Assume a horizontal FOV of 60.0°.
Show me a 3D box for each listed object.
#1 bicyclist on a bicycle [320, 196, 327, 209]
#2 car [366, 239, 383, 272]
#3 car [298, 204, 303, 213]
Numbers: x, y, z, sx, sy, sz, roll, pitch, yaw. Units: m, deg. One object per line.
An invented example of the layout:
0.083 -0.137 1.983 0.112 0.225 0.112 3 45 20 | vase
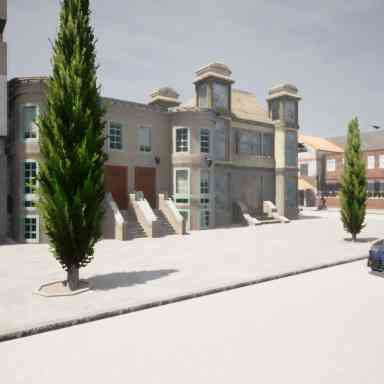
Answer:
16.029 1.349 40.705 1.656 1.620 0.582 0 0 -35 | bicyclist on a bicycle
6.801 1.564 9.422 4.181 1.385 1.994 0 0 -35 | car
9.461 1.491 35.450 2.128 1.511 4.902 0 0 -35 | car
